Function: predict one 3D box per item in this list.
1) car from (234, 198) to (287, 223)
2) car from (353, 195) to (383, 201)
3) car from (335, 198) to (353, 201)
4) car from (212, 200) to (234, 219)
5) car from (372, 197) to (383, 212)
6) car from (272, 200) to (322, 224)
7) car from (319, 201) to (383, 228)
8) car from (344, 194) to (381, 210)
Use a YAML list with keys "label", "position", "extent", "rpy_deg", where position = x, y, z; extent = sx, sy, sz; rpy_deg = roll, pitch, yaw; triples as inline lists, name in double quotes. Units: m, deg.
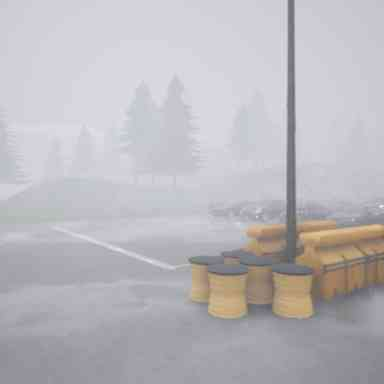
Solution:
- label: "car"
  position: [5.745, 1.288, 25.156]
  extent: [4.553, 1.767, 2.097]
  rpy_deg: [0, 0, -35]
- label: "car"
  position: [16.128, 1.228, 28.170]
  extent: [4.553, 1.767, 2.097]
  rpy_deg: [-1, 0, -35]
- label: "car"
  position: [13.815, 1.443, 30.823]
  extent: [4.181, 1.385, 1.994]
  rpy_deg: [-1, 0, -35]
- label: "car"
  position: [3.916, 1.412, 28.148]
  extent: [5.008, 1.535, 1.882]
  rpy_deg: [0, 0, -35]
- label: "car"
  position: [22.295, 1.315, 36.772]
  extent: [5.357, 1.411, 2.033]
  rpy_deg: [-1, 1, -35]
- label: "car"
  position: [7.740, 1.501, 22.280]
  extent: [4.181, 1.385, 1.994]
  rpy_deg: [0, 0, -35]
- label: "car"
  position: [9.758, 1.463, 19.421]
  extent: [4.674, 1.442, 1.812]
  rpy_deg: [0, 0, -35]
- label: "car"
  position: [20.415, 1.117, 39.728]
  extent: [4.553, 1.767, 2.097]
  rpy_deg: [-1, 1, -35]
